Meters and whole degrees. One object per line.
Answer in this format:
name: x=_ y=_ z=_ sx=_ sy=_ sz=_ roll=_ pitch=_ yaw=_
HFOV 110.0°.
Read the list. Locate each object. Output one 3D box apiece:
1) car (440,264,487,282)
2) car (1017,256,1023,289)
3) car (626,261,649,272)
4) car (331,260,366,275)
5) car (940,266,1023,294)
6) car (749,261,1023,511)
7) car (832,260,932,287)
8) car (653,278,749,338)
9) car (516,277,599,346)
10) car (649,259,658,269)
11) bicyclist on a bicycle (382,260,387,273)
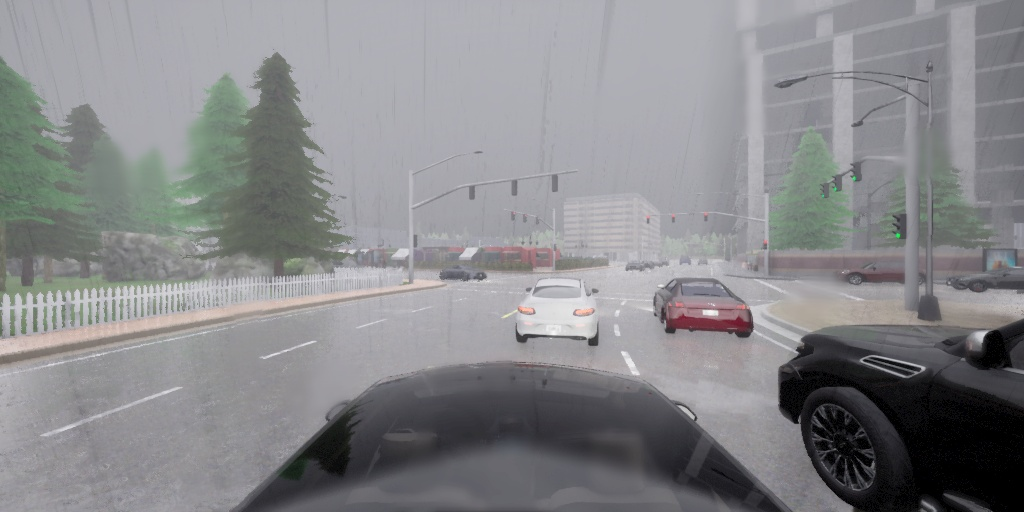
car: x=-4.018 y=1.370 z=29.553 sx=4.181 sy=1.385 sz=1.994 roll=0 pitch=0 yaw=38
car: x=34.242 y=1.027 z=20.660 sx=5.566 sy=2.045 sz=2.150 roll=0 pitch=0 yaw=30
car: x=16.457 y=1.314 z=47.661 sx=1.994 sy=1.385 sz=4.181 roll=0 pitch=0 yaw=29
car: x=-17.398 y=1.157 z=37.626 sx=4.553 sy=1.767 sz=2.097 roll=0 pitch=0 yaw=30
car: x=27.992 y=1.331 z=20.154 sx=4.674 sy=1.442 sz=1.812 roll=0 pitch=0 yaw=29
car: x=3.737 y=0.971 z=1.179 sx=2.150 sy=2.045 sz=5.566 roll=0 pitch=0 yaw=0
car: x=25.903 y=1.157 z=25.387 sx=4.553 sy=1.767 sz=2.097 roll=0 pitch=0 yaw=29
car: x=5.292 y=1.314 z=10.409 sx=1.994 sy=1.385 sz=4.181 roll=0 pitch=0 yaw=17
car: x=1.271 y=1.276 z=9.399 sx=1.812 sy=1.442 sz=4.674 roll=0 pitch=0 yaw=11
car: x=20.781 y=1.351 z=55.401 sx=1.895 sy=1.301 sz=4.718 roll=0 pitch=0 yaw=29
bicyclist on a bicycle: x=-15.755 y=1.258 z=44.253 sx=0.582 sy=1.620 sz=1.656 roll=0 pitch=0 yaw=-23
